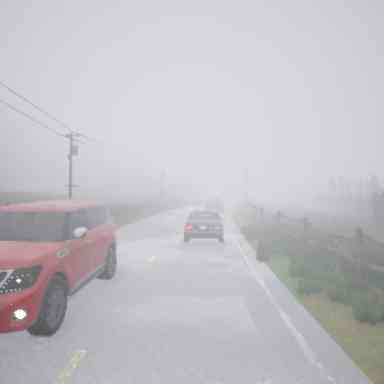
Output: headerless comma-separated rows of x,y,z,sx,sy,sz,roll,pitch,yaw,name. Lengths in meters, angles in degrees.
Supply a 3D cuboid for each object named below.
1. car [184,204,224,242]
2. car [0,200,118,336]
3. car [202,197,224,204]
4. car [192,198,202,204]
0.617,1.562,16.492,2.033,1.411,5.357,0,0,3,car
-3.163,1.224,7.047,2.150,2.045,5.566,0,0,1,car
2.654,1.387,38.690,2.097,1.767,4.553,0,0,7,car
1.098,1.652,53.251,1.895,1.301,4.718,0,0,7,car
